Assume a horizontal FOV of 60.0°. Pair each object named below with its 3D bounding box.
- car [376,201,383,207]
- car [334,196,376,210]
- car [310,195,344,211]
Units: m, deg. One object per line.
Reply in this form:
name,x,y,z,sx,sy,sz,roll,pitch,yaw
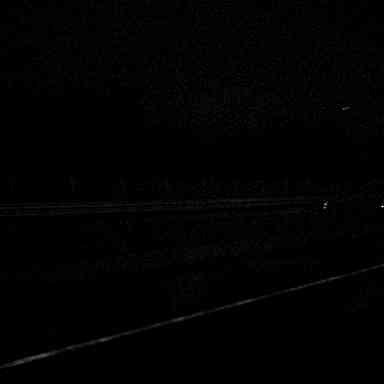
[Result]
car,18.879,1.363,29.758,4.718,1.301,1.895,-1,0,-34
car,16.552,1.313,32.412,5.357,1.411,2.033,-1,0,-34
car,14.646,1.116,35.336,4.553,1.767,2.097,-1,0,-34
